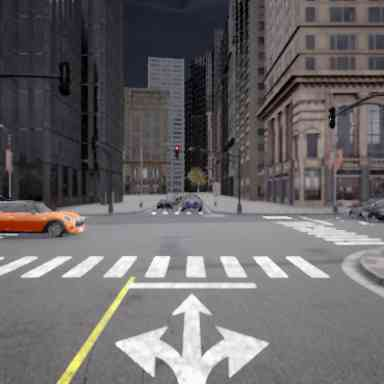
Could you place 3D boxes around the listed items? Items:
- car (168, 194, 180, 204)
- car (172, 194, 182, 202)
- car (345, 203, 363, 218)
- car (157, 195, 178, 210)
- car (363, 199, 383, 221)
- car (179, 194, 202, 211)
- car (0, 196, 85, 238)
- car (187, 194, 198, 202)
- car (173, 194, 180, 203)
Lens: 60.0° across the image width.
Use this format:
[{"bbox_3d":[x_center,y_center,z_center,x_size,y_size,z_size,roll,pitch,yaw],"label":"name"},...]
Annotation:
[{"bbox_3d":[-3.034,1.202,57.825,1.837,1.490,4.892,0,0,0],"label":"car"},{"bbox_3d":[-2.982,1.136,67.973,1.882,1.535,5.008,0,0,0],"label":"car"},{"bbox_3d":[14.629,1.303,26.126,4.902,1.511,2.128,0,0,-2],"label":"car"},{"bbox_3d":[-3.046,1.380,39.018,1.895,1.301,4.718,0,0,0],"label":"car"},{"bbox_3d":[15.096,1.355,22.829,5.357,1.411,2.033,0,0,0],"label":"car"},{"bbox_3d":[0.047,1.141,36.682,2.097,1.767,4.553,0,0,2],"label":"car"},{"bbox_3d":[-7.625,1.224,16.104,4.553,1.767,2.097,0,0,0],"label":"car"},{"bbox_3d":[0.119,1.157,66.098,2.128,1.511,4.902,0,0,0],"label":"car"},{"bbox_3d":[-3.050,1.228,48.414,2.128,1.511,4.902,0,0,0],"label":"car"}]
